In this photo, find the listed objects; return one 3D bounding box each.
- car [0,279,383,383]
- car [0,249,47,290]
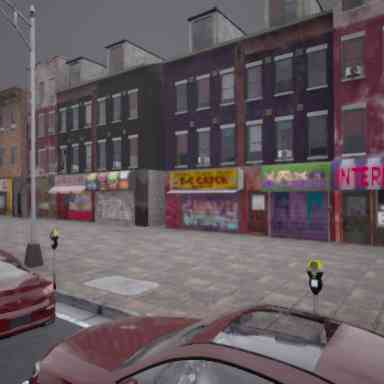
[{"bbox_3d":[0.445,1.581,2.500,4.206,1.307,1.802,0,0,36],"label":"car"},{"bbox_3d":[-3.982,1.583,5.658,4.206,1.307,1.802,0,0,36],"label":"car"}]
